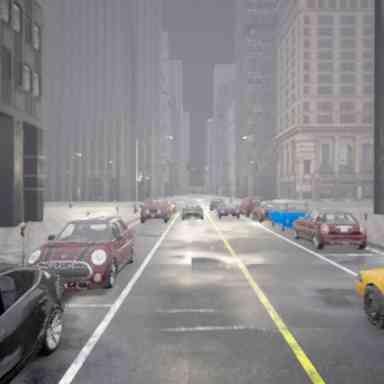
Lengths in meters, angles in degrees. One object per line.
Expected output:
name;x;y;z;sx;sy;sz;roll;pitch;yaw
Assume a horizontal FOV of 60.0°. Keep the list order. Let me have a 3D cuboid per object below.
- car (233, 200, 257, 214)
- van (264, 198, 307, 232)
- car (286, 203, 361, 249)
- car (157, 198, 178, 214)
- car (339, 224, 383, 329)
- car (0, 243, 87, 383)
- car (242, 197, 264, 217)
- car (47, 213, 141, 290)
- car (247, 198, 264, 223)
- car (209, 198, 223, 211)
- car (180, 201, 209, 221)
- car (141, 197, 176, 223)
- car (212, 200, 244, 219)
car;5.836;1.603;36.972;2.008;1.369;4.403;0;0;0
van;5.798;1.376;20.167;1.690;1.788;3.998;0;0;0
car;5.786;1.470;14.564;1.967;1.590;4.097;0;0;0
car;-2.689;1.470;36.990;1.967;1.590;4.097;0;0;0
car;3.884;1.470;3.948;1.801;1.575;5.366;0;0;0
car;-2.764;1.562;3.377;1.947;1.339;4.313;0;0;0
car;5.823;1.362;31.370;2.192;1.841;5.009;0;0;0
car;-2.752;1.442;8.979;1.967;1.590;4.097;0;0;0
car;5.811;1.481;25.768;1.967;1.590;4.097;0;0;0
car;3.116;1.559;41.602;1.837;1.490;4.892;0;0;1
car;0.056;1.575;27.803;2.033;1.411;5.357;0;0;0
car;-2.714;1.333;25.786;2.192;1.841;5.009;0;0;0
car;3.125;1.639;29.544;1.895;1.301;4.718;0;0;1
